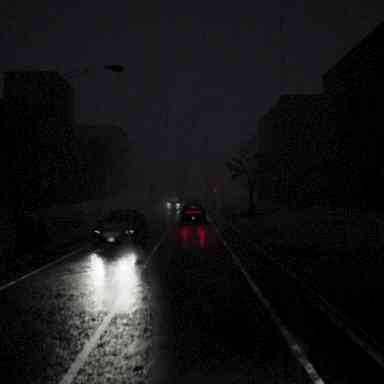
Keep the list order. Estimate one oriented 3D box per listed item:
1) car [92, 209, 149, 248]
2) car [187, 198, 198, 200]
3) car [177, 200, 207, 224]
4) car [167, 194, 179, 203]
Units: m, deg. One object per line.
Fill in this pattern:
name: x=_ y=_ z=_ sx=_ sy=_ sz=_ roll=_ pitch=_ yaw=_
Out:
car: x=-3.097 y=1.569 z=15.184 sx=2.128 sy=1.511 sz=4.902 roll=0 pitch=0 yaw=0
car: x=0.105 y=1.462 z=42.518 sx=2.128 sy=1.511 sz=4.902 roll=-1 pitch=2 yaw=0
car: x=0.104 y=1.634 z=25.878 sx=2.128 sy=1.511 sz=4.902 roll=0 pitch=0 yaw=0
car: x=-3.055 y=1.072 z=55.234 sx=1.812 sy=1.442 sz=4.674 roll=0 pitch=3 yaw=0
